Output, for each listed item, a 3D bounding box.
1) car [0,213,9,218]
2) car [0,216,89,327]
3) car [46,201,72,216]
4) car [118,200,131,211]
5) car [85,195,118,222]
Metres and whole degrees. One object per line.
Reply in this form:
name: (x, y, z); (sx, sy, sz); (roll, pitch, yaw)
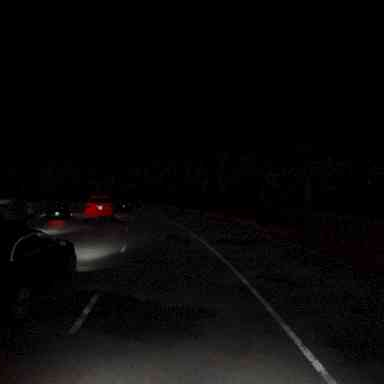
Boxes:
car: (-8.085, 1.536, 13.071); (2.128, 1.511, 4.902); (0, 0, -8)
car: (-3.891, 1.515, 6.993); (2.128, 1.511, 4.902); (0, 0, -4)
car: (-12.284, 1.595, 30.751); (1.837, 1.490, 4.892); (0, 0, -18)
car: (-8.896, 1.666, 41.309); (1.994, 1.385, 4.181); (0, 0, -23)
car: (-7.475, 1.293, 27.141); (2.150, 2.045, 5.566); (0, 0, -15)
